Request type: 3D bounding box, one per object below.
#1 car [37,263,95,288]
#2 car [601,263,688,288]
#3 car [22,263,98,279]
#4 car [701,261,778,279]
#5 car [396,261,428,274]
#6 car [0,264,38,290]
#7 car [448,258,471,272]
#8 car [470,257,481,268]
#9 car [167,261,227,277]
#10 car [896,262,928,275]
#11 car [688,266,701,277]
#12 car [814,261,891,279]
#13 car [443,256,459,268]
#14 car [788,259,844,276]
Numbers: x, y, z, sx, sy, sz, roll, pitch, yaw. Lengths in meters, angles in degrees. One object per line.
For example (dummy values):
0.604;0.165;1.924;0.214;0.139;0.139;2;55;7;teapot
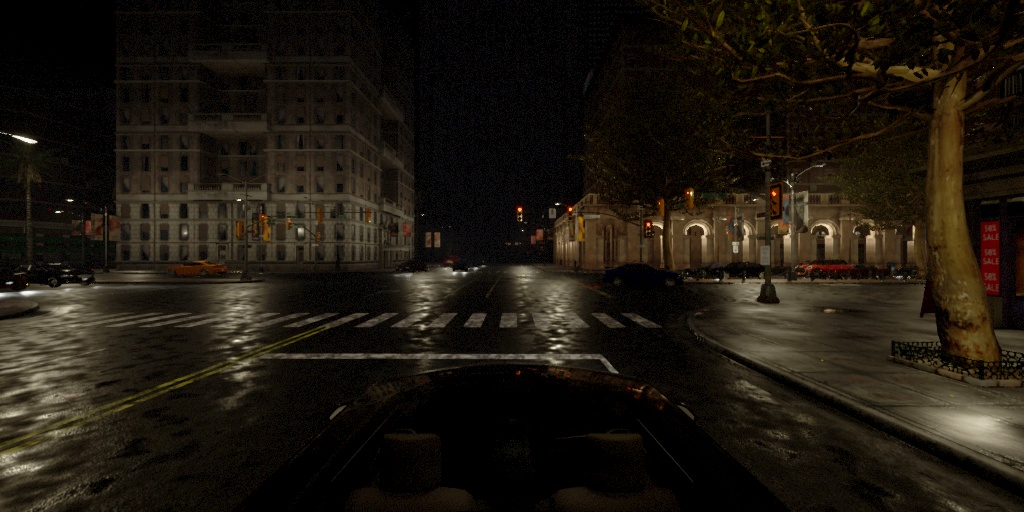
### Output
-30.240;1.241;23.386;4.902;1.511;2.128;0;0;1;car
8.342;1.227;23.310;5.008;1.535;1.882;0;1;12;car
-39.790;1.314;31.648;4.181;1.385;1.994;0;0;0;car
19.698;1.228;31.163;5.008;1.535;1.882;0;0;0;car
-11.657;1.275;42.174;1.812;1.442;4.674;1;0;19;car
-29.798;1.314;19.875;4.181;1.385;1.994;0;0;1;car
-6.592;1.297;45.780;2.033;1.411;5.357;0;0;-6;car
-6.921;1.276;62.207;1.812;1.442;4.674;0;0;1;car
-30.742;1.227;35.048;5.008;1.535;1.882;0;0;1;car
40.491;1.297;34.482;5.357;1.411;2.033;0;0;1;car
19.642;1.297;34.664;5.357;1.411;2.033;0;0;1;car
29.575;1.351;31.082;4.718;1.301;1.895;0;0;1;car
-10.422;0.971;62.405;2.150;2.045;5.566;0;0;0;car
29.931;1.102;34.577;4.553;1.767;2.097;0;0;0;car
